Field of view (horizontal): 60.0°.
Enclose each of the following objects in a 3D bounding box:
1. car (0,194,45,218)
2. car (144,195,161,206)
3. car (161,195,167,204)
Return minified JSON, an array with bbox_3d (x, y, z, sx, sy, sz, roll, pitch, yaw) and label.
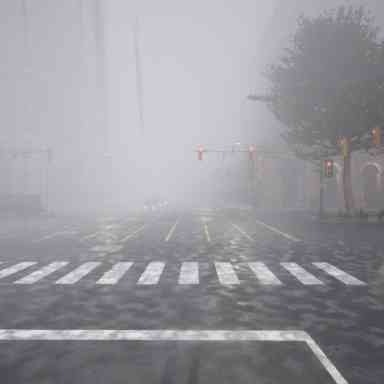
[{"bbox_3d":[-16.015,1.221,29.585,5.566,2.045,2.150,0,0,0],"label":"car"},{"bbox_3d":[-6.759,1.478,55.190,1.882,1.535,5.008,0,0,1],"label":"car"},{"bbox_3d":[-6.674,1.352,64.256,2.097,1.767,4.553,0,0,1],"label":"car"}]
